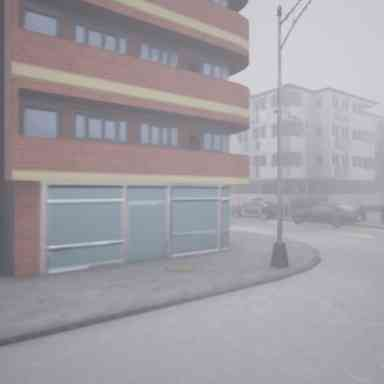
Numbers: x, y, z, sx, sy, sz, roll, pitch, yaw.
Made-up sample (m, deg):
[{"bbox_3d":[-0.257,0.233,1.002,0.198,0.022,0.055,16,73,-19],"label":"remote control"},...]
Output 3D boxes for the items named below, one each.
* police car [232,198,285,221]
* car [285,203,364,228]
[{"bbox_3d":[5.274,1.340,26.943,1.930,1.638,5.238,-5,3,-35],"label":"police car"},{"bbox_3d":[8.818,1.441,21.965,1.812,1.442,4.674,-5,3,-35],"label":"car"}]
